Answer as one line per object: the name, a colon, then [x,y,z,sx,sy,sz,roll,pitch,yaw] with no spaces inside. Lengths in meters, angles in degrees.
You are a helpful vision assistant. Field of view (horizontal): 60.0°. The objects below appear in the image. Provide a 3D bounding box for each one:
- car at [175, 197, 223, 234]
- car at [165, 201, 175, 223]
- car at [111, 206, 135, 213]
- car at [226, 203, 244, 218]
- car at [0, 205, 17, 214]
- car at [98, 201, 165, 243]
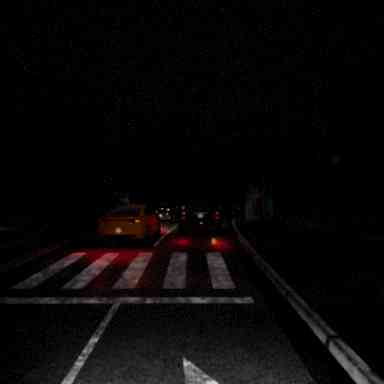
car: [0.498,1.126,17.392,2.097,1.767,4.553,0,0,3]
car: [-2.090,1.453,24.685,1.837,1.490,4.892,0,-2,2]
car: [-13.279,3.350,63.857,4.181,1.385,1.994,-1,-3,2]
car: [5.266,1.976,35.798,1.882,1.535,5.008,-1,-3,28]
car: [-30.183,2.808,52.540,2.128,1.511,4.902,-1,-3,25]
car: [-2.584,1.255,14.674,1.882,1.535,5.008,0,0,3]
